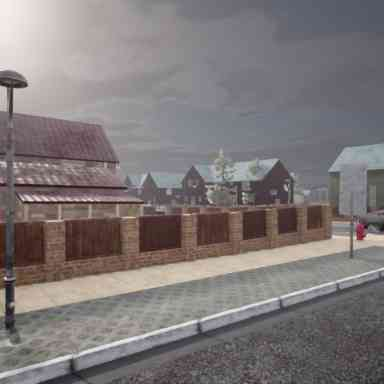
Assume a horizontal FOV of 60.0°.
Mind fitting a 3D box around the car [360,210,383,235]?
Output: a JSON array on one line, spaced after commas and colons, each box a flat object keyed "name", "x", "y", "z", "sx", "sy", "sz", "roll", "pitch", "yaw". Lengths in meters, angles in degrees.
[{"name": "car", "x": 11.528, "y": 1.637, "z": 17.657, "sx": 2.128, "sy": 1.511, "sz": 4.902, "roll": 1, "pitch": -3, "yaw": -36}]

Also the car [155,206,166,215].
[{"name": "car", "x": -2.714, "y": 2.319, "z": 37.306, "sx": 2.128, "sy": 1.511, "sz": 4.902, "roll": 1, "pitch": -3, "yaw": -36}]
